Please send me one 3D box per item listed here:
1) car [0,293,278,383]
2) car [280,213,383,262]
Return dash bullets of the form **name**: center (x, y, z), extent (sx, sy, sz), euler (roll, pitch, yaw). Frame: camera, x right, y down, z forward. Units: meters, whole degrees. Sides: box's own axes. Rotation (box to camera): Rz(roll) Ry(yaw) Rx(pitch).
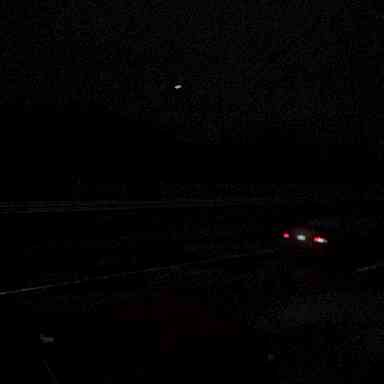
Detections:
- **car**: center (-1.506, 1.599, 2.662), extent (4.718, 1.301, 1.895), euler (-1, 0, -35)
- **car**: center (5.486, 1.472, 11.859), extent (5.357, 1.411, 2.033), euler (0, 0, -35)
